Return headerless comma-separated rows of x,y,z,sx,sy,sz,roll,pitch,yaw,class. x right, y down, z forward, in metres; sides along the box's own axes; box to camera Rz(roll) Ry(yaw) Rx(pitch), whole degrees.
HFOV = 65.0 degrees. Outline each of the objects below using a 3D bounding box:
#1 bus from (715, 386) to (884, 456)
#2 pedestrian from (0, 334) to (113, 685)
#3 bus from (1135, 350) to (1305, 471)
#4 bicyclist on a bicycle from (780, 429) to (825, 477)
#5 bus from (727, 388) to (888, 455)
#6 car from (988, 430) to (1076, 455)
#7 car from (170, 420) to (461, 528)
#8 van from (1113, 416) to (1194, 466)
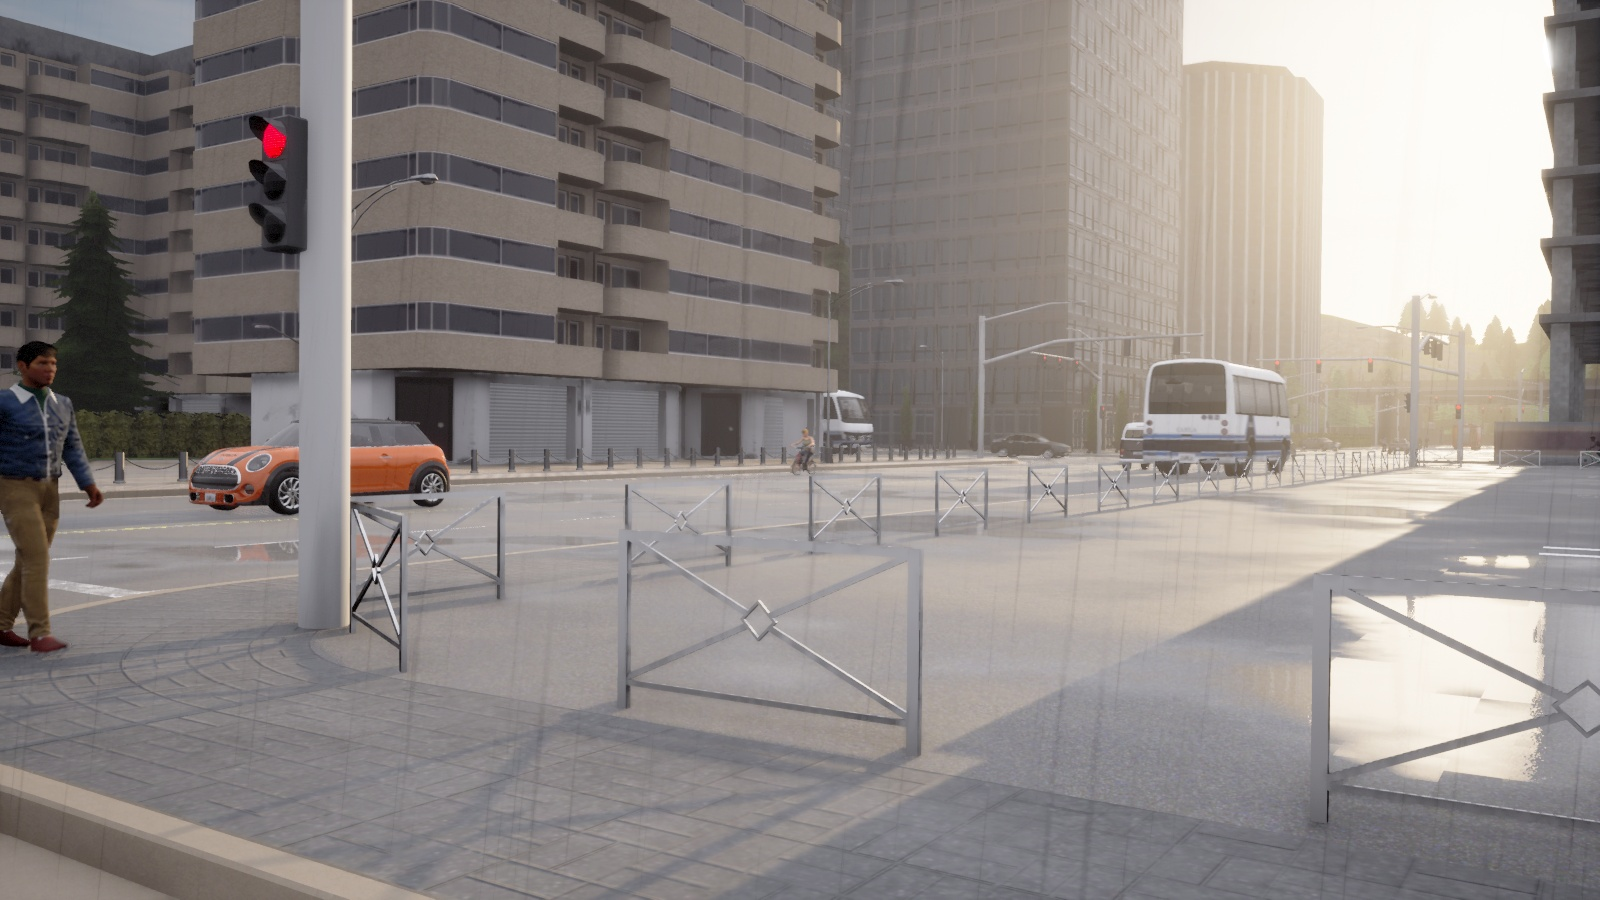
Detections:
-0.104,-1.790,80.363,10.273,4.253,3.944,0,1,33,bus
-4.485,0.331,7.294,0.788,1.949,0.423,0,1,20,pedestrian
16.771,-1.473,49.485,3.944,4.253,10.273,0,1,33,bus
0.097,0.080,42.985,0.866,1.612,1.509,0,1,33,bicyclist on a bicycle
0.445,-1.855,84.244,10.273,4.253,3.944,0,1,33,bus
13.969,-0.470,75.635,4.892,1.490,1.837,0,1,32,car
-8.683,0.356,22.910,2.097,1.767,4.553,0,1,33,car
15.001,-0.407,53.198,2.069,2.038,4.480,0,1,33,van
